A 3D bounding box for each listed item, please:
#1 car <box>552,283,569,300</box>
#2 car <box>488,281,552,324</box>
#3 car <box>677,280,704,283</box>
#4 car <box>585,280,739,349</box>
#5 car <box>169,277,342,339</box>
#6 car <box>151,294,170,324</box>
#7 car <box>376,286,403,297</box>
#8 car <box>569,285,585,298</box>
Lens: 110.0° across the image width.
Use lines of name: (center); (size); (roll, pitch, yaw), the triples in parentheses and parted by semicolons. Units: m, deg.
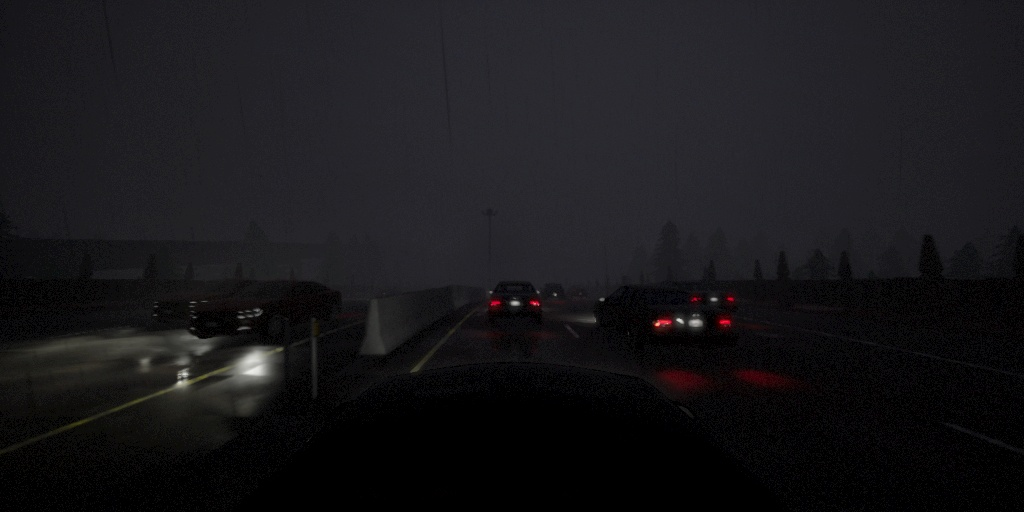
car: (3.602, 3.185, 32.113); (1.837, 1.490, 4.892); (0, -5, 0)
car: (0.101, 1.641, 13.480); (2.033, 1.411, 5.357); (0, -3, 0)
car: (7.101, 1.733, 15.101); (2.033, 1.411, 5.357); (0, -3, 0)
car: (3.600, 1.462, 9.537); (2.033, 1.411, 5.357); (0, -2, 0)
car: (-7.099, 1.452, 10.980); (1.882, 1.535, 5.008); (0, -2, 0)
car: (-10.598, 1.579, 13.577); (1.882, 1.535, 5.008); (0, -3, 0)
car: (-14.080, 4.153, 41.450); (1.994, 1.385, 4.181); (0, -6, 0)
car: (7.095, 3.912, 39.383); (1.812, 1.442, 4.674); (0, -5, 0)
